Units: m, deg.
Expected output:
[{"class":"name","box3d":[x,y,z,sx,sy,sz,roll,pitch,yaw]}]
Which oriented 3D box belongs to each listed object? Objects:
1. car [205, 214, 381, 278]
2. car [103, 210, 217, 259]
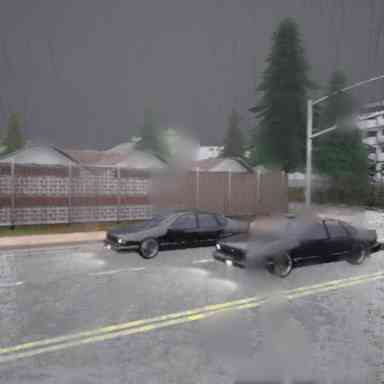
[{"class":"car","box3d":[3.268,1.424,9.798,5.357,1.411,2.033,0,1,-30]},{"class":"car","box3d":[-0.292,1.353,11.793,5.357,1.411,2.033,0,1,-30]}]
